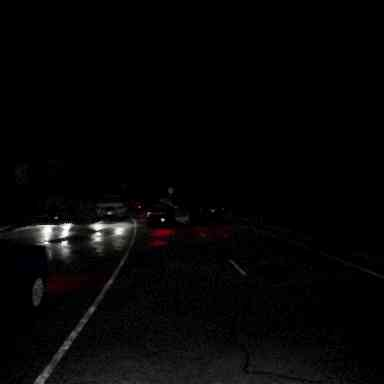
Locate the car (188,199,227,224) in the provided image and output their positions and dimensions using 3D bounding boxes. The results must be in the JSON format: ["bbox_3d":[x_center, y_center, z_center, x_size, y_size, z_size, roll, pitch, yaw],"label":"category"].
[{"bbox_3d":[1.043,1.314,24.765,2.097,1.767,4.553,0,0,-10],"label":"car"}]

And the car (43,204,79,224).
[{"bbox_3d":[-9.800,1.618,25.053,1.994,1.385,4.181,0,0,-11],"label":"car"}]

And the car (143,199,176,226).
[{"bbox_3d":[-2.259,1.499,23.417,1.837,1.490,4.892,0,1,-10],"label":"car"}]

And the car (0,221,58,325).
[{"bbox_3d":[-3.825,1.494,4.923,1.882,1.535,5.008,0,0,-3],"label":"car"}]

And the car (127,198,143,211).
[{"bbox_3d":[-6.933,1.512,41.643,1.837,1.490,4.892,0,0,-18],"label":"car"}]

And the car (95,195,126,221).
[{"bbox_3d":[-6.724,1.248,27.600,2.150,2.045,5.566,0,0,-12],"label":"car"}]
